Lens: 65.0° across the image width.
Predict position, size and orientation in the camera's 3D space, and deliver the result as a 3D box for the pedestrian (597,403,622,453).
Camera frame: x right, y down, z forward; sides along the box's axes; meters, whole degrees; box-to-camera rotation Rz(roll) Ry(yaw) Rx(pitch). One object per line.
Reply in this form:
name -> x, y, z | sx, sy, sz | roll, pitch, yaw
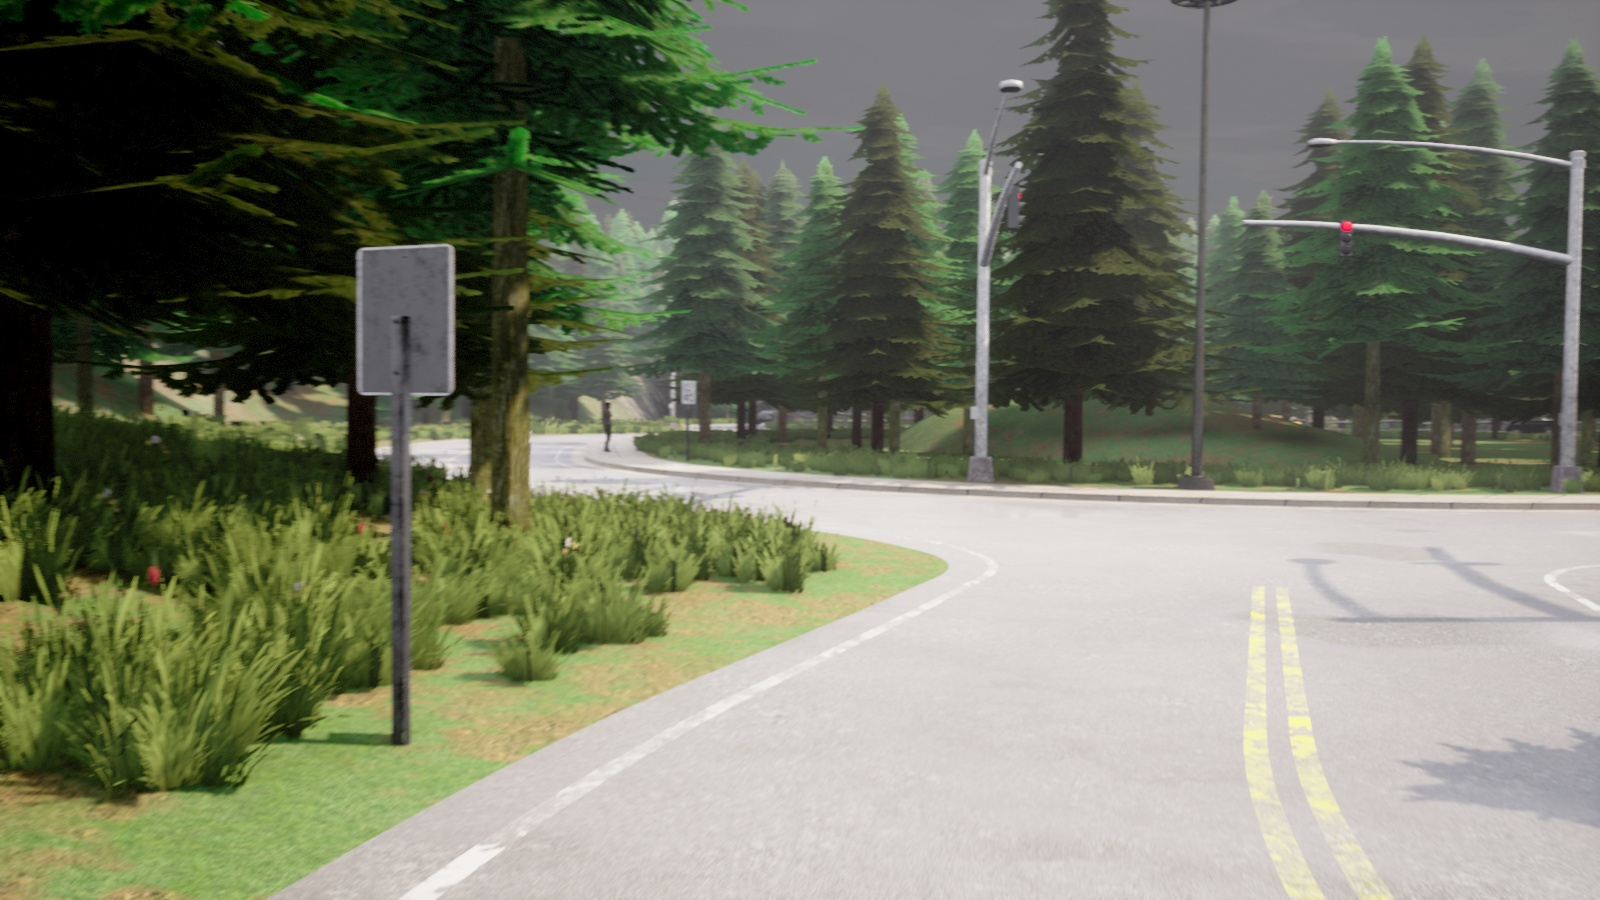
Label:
pedestrian -> -6.964, -0.804, 45.861 | 0.869, 1.805, 0.328 | 1, 2, 22
